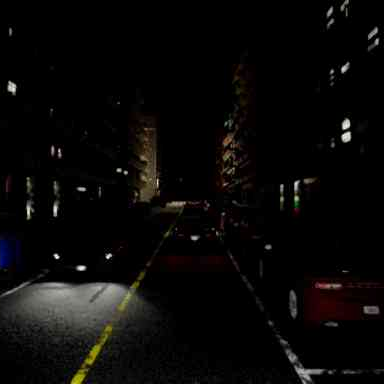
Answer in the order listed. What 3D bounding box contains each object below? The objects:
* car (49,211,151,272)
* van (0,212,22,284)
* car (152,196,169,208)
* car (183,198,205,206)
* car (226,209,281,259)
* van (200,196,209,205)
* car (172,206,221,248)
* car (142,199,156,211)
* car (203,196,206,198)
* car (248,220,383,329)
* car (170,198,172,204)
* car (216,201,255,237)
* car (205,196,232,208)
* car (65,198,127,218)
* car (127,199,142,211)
[{"bbox_3d":[-2.840,1.583,11.191,2.033,1.411,5.357,0,0,0],"label":"car"},{"bbox_3d":[-5.289,1.363,7.081,1.690,1.788,3.998,1,0,0],"label":"van"},{"bbox_3d":[-5.264,1.529,51.323,2.192,1.841,5.009,1,0,0],"label":"car"},{"bbox_3d":[0.120,1.612,32.638,2.128,1.511,4.902,0,0,0],"label":"car"},{"bbox_3d":[2.590,1.586,12.544,1.887,1.381,4.507,1,0,0],"label":"car"},{"bbox_3d":[2.590,1.659,67.858,1.690,1.788,3.998,1,0,0],"label":"van"},{"bbox_3d":[0.093,1.576,15.013,1.812,1.442,4.674,0,0,0],"label":"car"},{"bbox_3d":[-5.279,1.695,34.733,1.947,1.339,4.313,1,0,0],"label":"car"},{"bbox_3d":[2.573,1.597,40.201,1.967,1.590,4.097,1,0,0],"label":"car"},{"bbox_3d":[2.586,1.568,7.014,1.887,1.381,4.507,1,0,0],"label":"car"},{"bbox_3d":[-5.259,1.936,73.447,1.802,1.307,4.206,1,0,0],"label":"car"},{"bbox_3d":[2.603,1.502,18.076,1.967,1.590,4.097,1,0,0],"label":"car"},{"bbox_3d":[2.570,1.420,29.138,2.192,1.841,5.009,1,0,0],"label":"car"},{"bbox_3d":[-5.282,1.376,18.141,2.192,1.841,5.009,1,0,0],"label":"car"},{"bbox_3d":[-5.279,1.397,23.671,2.192,1.841,5.009,1,0,0],"label":"car"}]
